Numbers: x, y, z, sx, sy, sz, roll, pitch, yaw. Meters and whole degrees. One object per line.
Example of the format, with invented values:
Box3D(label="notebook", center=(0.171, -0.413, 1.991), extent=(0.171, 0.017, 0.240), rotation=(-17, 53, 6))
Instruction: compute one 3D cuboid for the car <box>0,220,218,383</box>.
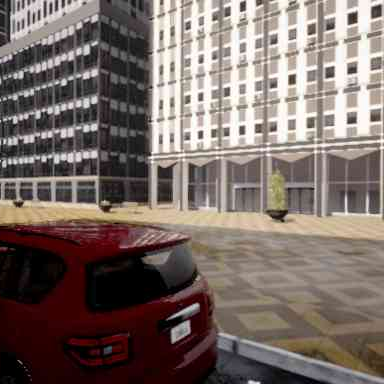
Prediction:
Box3D(label="car", center=(-2.044, 1.303, 4.325), extent=(5.009, 1.841, 2.192), rotation=(0, 0, 35))
